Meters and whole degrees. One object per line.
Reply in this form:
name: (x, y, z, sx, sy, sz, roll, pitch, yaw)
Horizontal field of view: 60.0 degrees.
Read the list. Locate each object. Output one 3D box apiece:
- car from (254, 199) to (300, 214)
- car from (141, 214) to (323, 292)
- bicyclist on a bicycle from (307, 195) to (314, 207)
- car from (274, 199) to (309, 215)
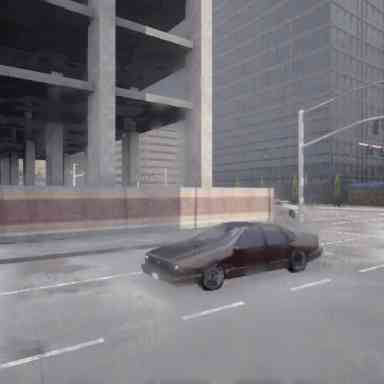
car: (9.094, 1.526, 35.972, 1.812, 1.442, 4.674, 0, 0, -36)
car: (1.359, 1.547, 9.161, 5.357, 1.411, 2.033, 0, 0, -34)
bicyclist on a bicycle: (16.506, 1.301, 46.158, 1.656, 1.620, 0.582, 0, 0, -36)
car: (8.517, 1.526, 30.801, 1.812, 1.442, 4.674, 0, 0, -36)
